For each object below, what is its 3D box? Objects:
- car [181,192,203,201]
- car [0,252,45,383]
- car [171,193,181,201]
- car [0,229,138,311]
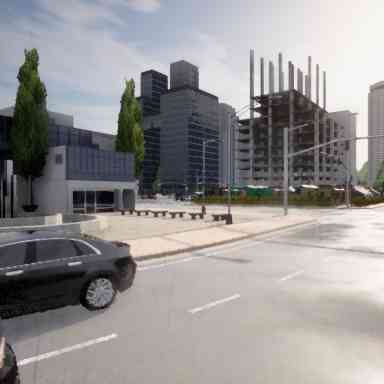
[{"bbox_3d":[-0.055,1.395,74.938,1.970,1.475,3.806,0,0,37],"label":"car"},{"bbox_3d":[-3.579,1.491,1.595,4.902,1.511,2.128,0,0,-35],"label":"car"},{"bbox_3d":[-2.353,1.156,76.699,1.905,1.878,3.866,0,0,37],"label":"car"},{"bbox_3d":[-3.371,1.505,6.076,4.892,1.490,1.837,0,1,-39],"label":"car"}]
